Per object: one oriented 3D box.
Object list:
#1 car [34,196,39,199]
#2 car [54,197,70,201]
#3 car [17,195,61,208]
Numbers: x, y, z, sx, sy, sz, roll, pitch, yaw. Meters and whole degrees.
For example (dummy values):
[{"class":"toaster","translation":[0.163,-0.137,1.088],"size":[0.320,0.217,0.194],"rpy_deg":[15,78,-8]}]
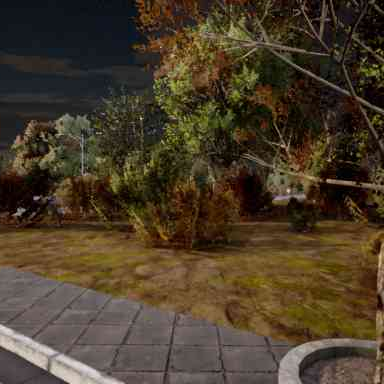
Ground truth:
[{"class":"car","translation":[-17.523,1.247,41.286],"size":[1.882,1.535,5.008],"rpy_deg":[0,0,32]},{"class":"car","translation":[-14.572,1.287,39.030],"size":[2.128,1.511,4.902],"rpy_deg":[0,0,32]},{"class":"car","translation":[-20.038,1.222,43.862],"size":[1.882,1.535,5.008],"rpy_deg":[0,0,32]}]
